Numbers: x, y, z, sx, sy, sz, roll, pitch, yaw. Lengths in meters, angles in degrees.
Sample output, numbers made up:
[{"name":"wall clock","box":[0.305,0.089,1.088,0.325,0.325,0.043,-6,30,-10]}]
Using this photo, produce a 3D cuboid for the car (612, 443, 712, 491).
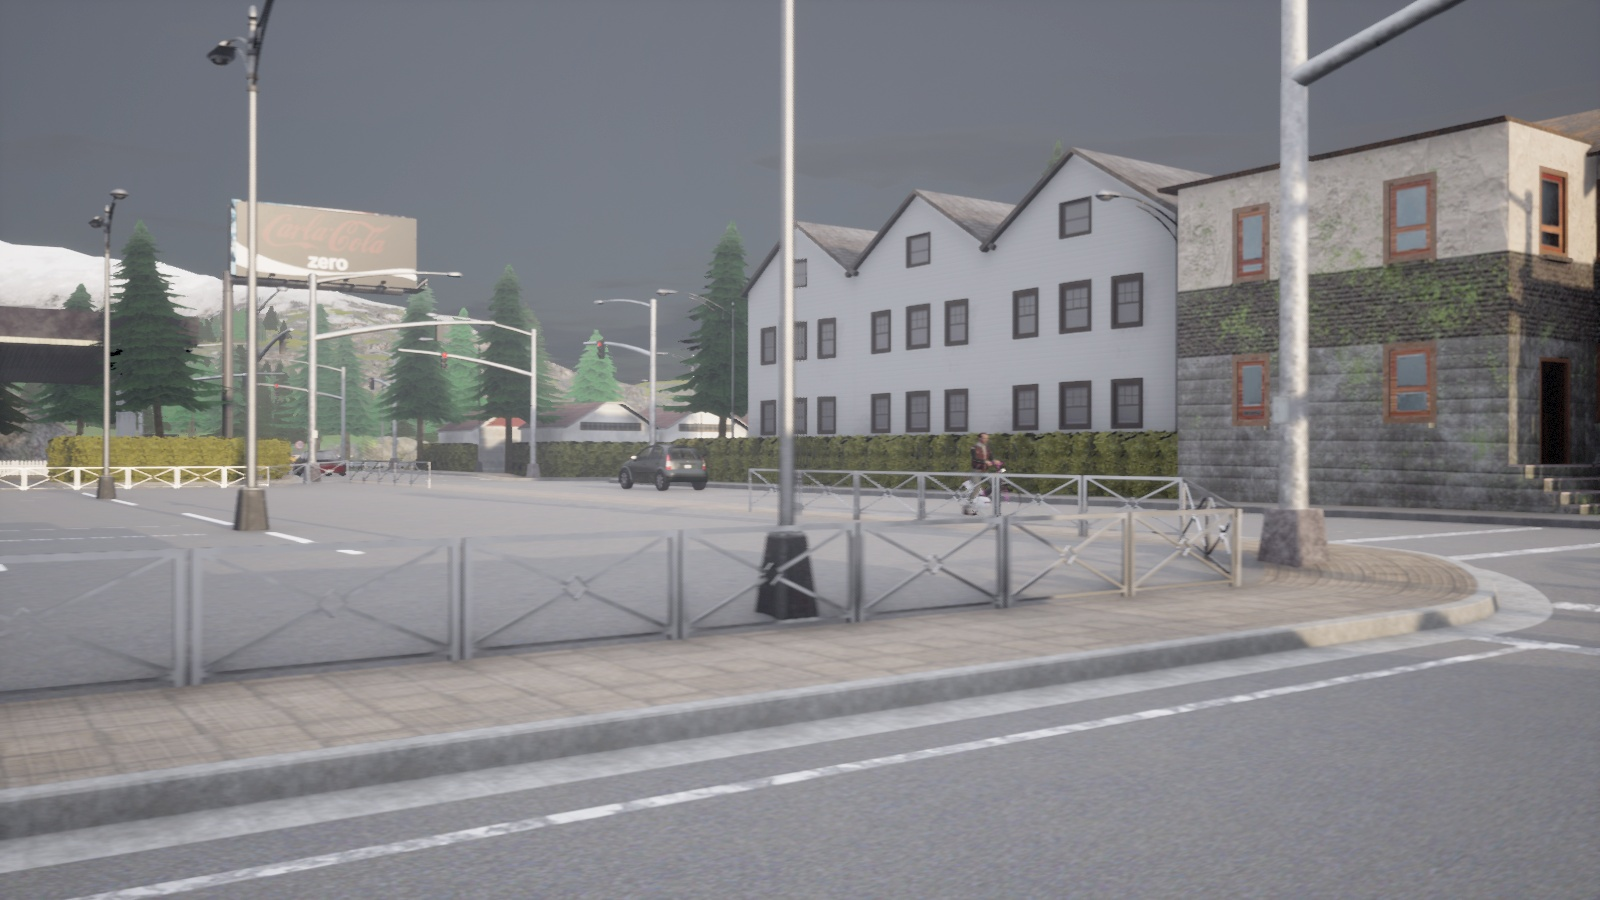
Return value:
[{"name":"car","box":[-4.956,0.587,44.686,1.851,1.617,3.988,0,0,-35]}]

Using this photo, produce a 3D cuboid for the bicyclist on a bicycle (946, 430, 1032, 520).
[{"name":"bicyclist on a bicycle","box":[3.869,0.494,25.791,0.659,1.776,1.843,0,0,-35]}]

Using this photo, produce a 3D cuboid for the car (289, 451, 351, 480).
[{"name":"car","box":[-26.847,0.869,70.159,2.163,1.488,4.792,-1,0,-35]}]
